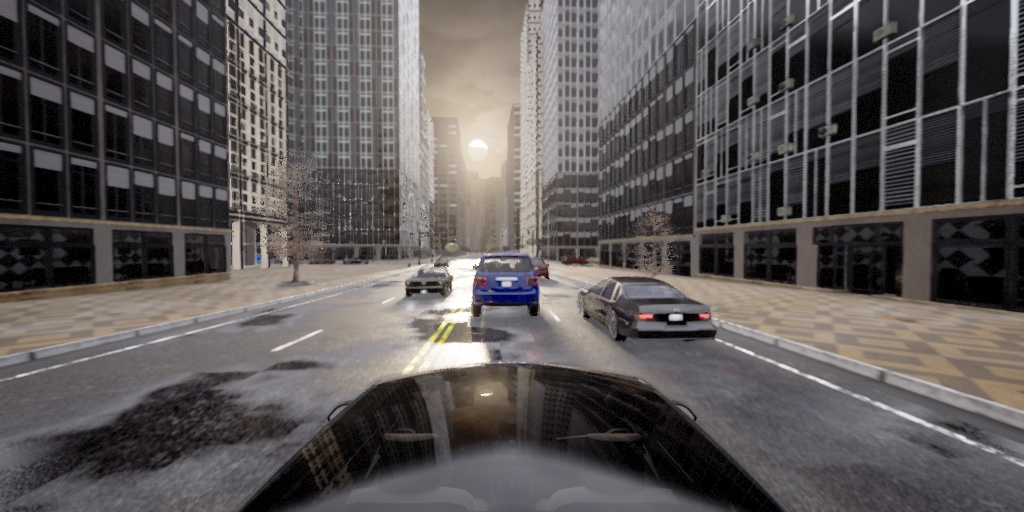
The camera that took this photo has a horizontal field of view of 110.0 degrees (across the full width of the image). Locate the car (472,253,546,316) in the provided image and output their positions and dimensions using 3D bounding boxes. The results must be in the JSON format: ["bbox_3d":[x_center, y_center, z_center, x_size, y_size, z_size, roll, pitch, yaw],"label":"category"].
[{"bbox_3d":[-0.302,0.904,13.276,2.150,2.045,5.566,0,0,-3],"label":"car"}]

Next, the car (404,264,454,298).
[{"bbox_3d":[-4.049,1.267,18.080,1.895,1.301,4.718,0,0,-4],"label":"car"}]

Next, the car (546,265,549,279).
[{"bbox_3d":[1.699,0.928,29.727,2.097,1.767,4.553,0,0,-5],"label":"car"}]

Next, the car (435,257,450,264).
[{"bbox_3d":[-10.194,0.967,52.774,1.837,1.490,4.892,0,0,-4],"label":"car"}]

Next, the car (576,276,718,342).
[{"bbox_3d":[3.139,1.244,9.577,2.033,1.411,5.357,0,0,-2],"label":"car"}]
